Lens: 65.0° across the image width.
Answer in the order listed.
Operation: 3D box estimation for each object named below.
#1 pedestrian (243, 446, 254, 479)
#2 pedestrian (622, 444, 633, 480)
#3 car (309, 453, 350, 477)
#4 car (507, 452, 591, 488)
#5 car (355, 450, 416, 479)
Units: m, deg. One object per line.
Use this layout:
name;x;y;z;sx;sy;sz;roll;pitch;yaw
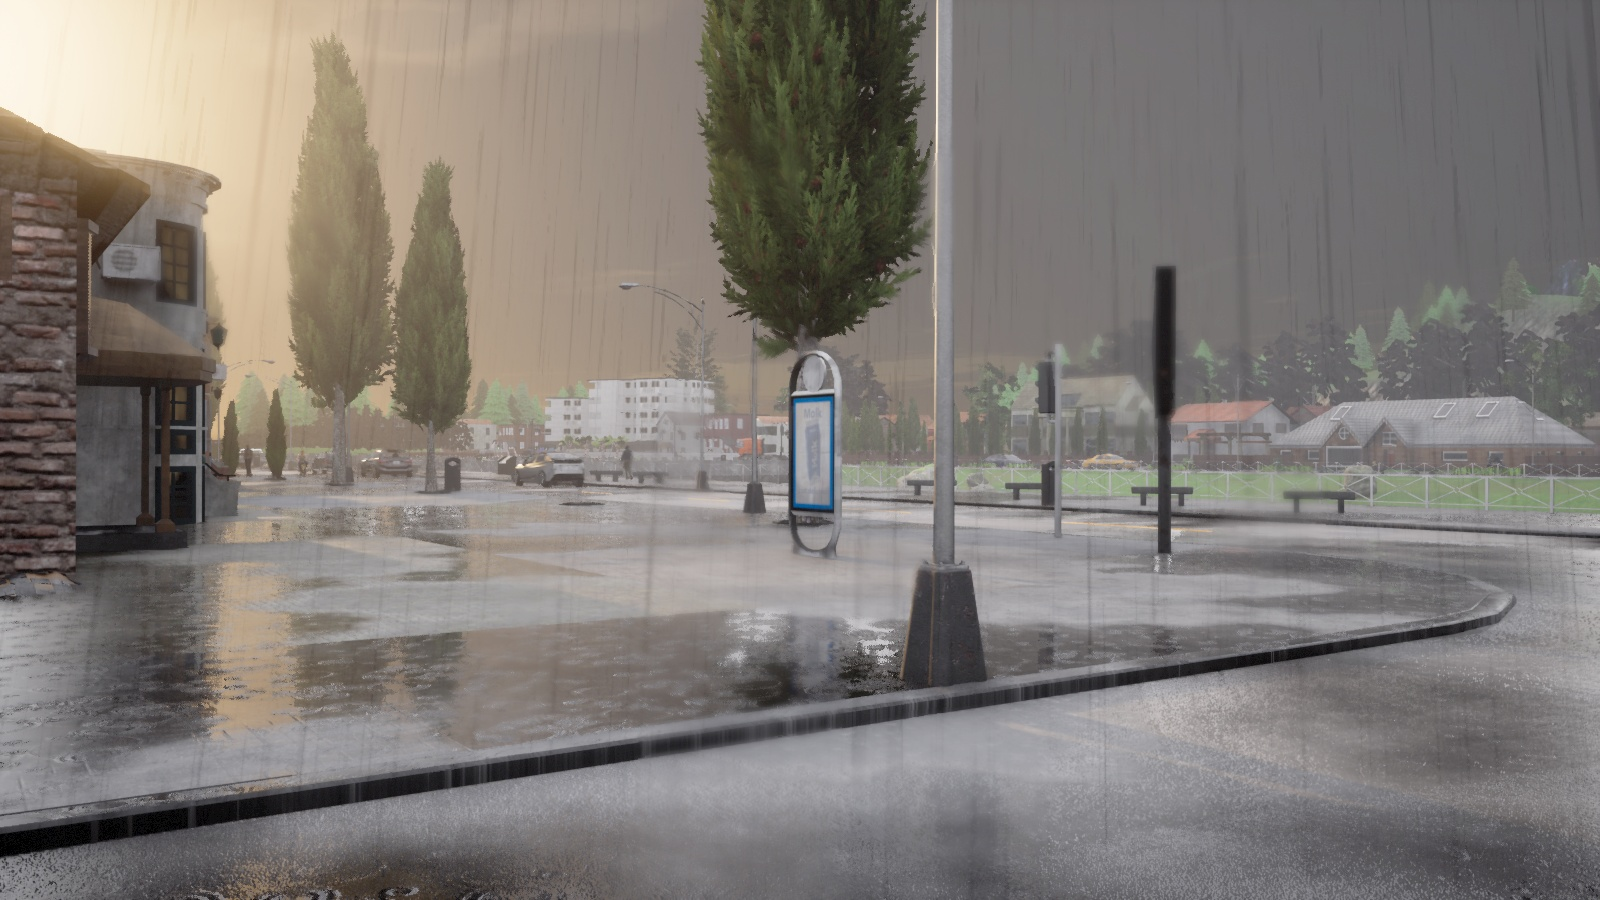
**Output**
pedestrian;-31.431;0.696;71.568;0.331;1.846;0.634;0;0;-4
pedestrian;-8.832;0.631;64.383;0.370;1.835;0.726;0;0;-23
car;-32.213;1.002;85.940;1.789;1.549;3.705;0;0;-34
car;-11.090;0.850;55.210;2.007;1.525;4.514;0;0;-34
car;-24.866;0.826;75.251;2.242;1.667;4.611;0;0;-35
